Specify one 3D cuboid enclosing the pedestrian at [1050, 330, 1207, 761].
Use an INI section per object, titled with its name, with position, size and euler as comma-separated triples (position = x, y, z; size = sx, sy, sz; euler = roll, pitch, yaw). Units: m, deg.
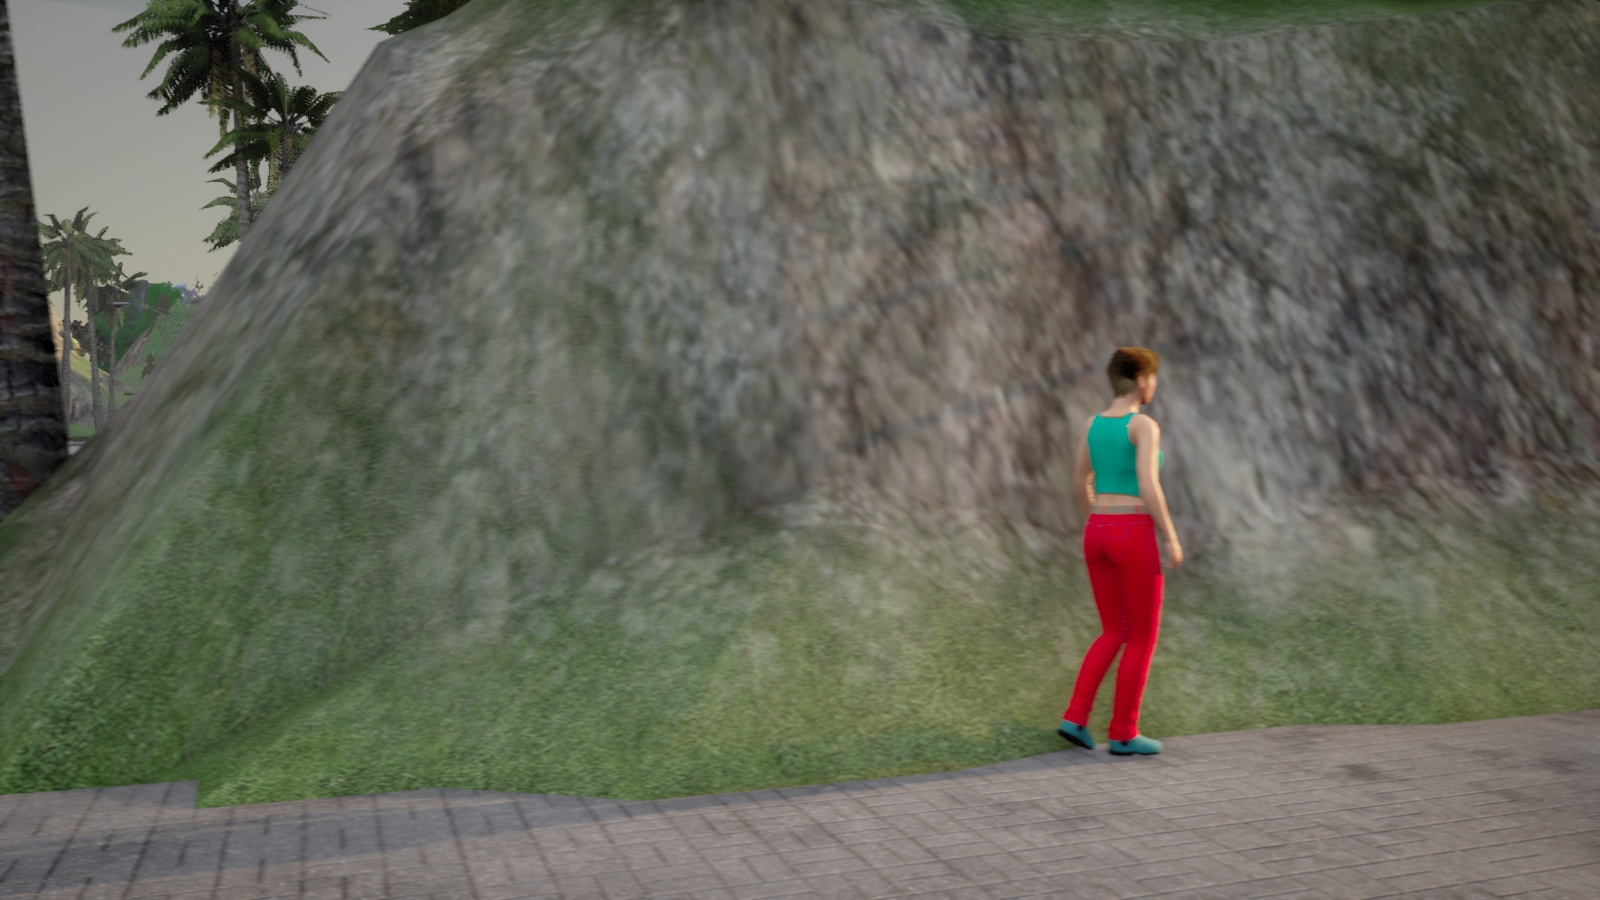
[pedestrian]
position = 1.477, 0.401, 5.638
size = 0.594, 1.836, 0.345
euler = -1, 1, -28
